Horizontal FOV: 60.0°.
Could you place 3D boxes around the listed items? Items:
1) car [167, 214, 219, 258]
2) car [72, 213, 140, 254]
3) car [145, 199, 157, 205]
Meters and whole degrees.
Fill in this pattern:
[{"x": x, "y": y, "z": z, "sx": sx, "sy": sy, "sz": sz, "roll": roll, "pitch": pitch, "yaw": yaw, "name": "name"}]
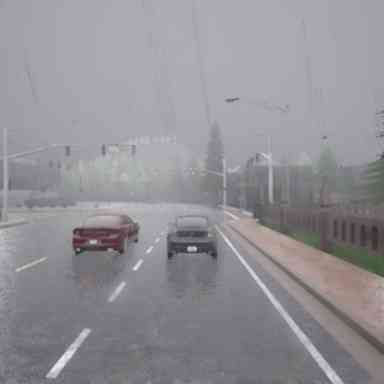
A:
[{"x": 0.021, "y": 1.653, "z": 13.493, "sx": 1.837, "sy": 1.490, "sz": 4.892, "roll": 0, "pitch": 0, "yaw": 0, "name": "car"}, {"x": -3.472, "y": 1.631, "z": 14.231, "sx": 1.882, "sy": 1.535, "sz": 5.008, "roll": 0, "pitch": 0, "yaw": 0, "name": "car"}, {"x": -10.038, "y": 2.465, "z": 81.180, "sx": 1.895, "sy": 1.301, "sz": 4.718, "roll": 0, "pitch": -1, "yaw": -22, "name": "car"}]
